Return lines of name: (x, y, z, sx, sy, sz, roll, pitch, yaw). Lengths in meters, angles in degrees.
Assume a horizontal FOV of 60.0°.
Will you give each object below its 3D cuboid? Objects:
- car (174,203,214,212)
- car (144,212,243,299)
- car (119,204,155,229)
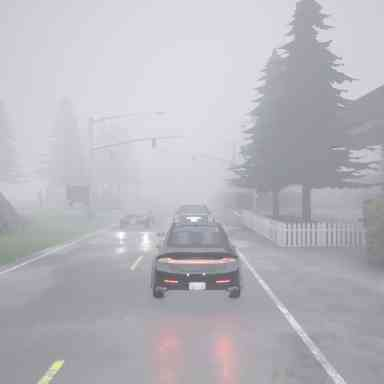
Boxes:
car: (0.088, 1.352, 17.613, 2.097, 1.767, 4.553, 0, 0, 0)
car: (0.094, 1.492, 8.460, 2.128, 1.511, 4.902, 0, 0, 0)
car: (-3.516, 1.529, 22.084, 1.812, 1.442, 4.674, 0, 0, 0)
